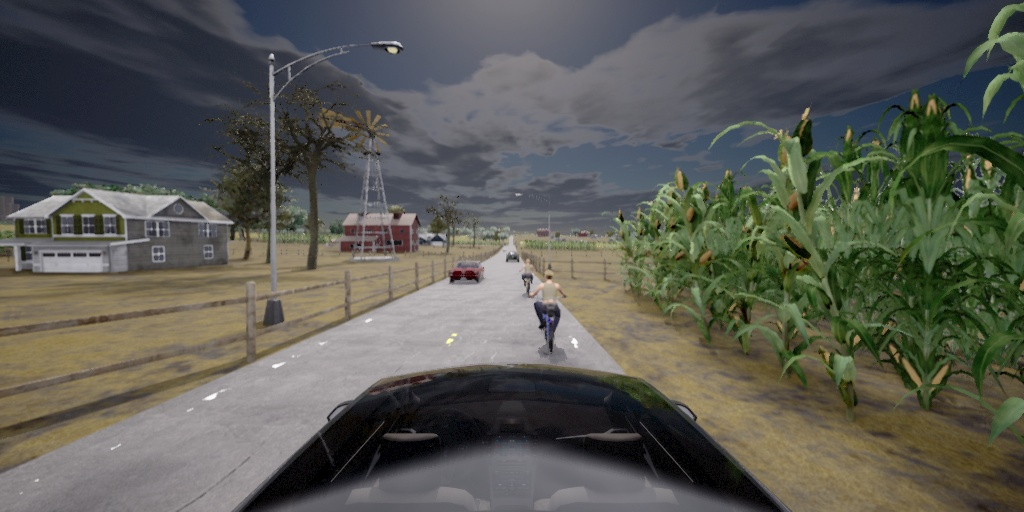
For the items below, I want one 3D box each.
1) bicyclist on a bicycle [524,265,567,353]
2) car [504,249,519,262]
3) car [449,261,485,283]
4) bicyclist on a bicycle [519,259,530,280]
[{"bbox_3d":[0.761,1.089,7.520,0.866,1.612,1.509,0,1,0],"label":"bicyclist on a bicycle"},{"bbox_3d":[0.102,0.017,60.100,2.097,1.767,4.553,0,2,-1],"label":"car"},{"bbox_3d":[-2.851,0.983,23.311,1.895,1.301,4.718,0,1,0],"label":"car"},{"bbox_3d":[0.734,0.936,16.575,0.866,1.612,1.509,0,1,0],"label":"bicyclist on a bicycle"}]
